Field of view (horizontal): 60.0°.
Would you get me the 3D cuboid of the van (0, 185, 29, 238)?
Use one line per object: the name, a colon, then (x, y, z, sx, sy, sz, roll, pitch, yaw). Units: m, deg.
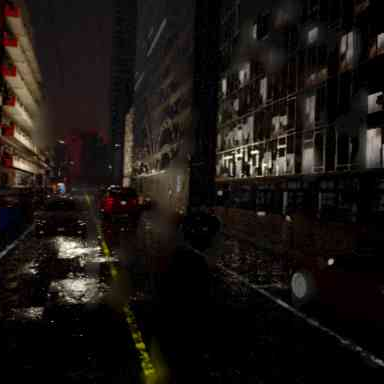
van: (-7.983, 0.775, 13.402, 1.690, 1.788, 3.998, 3, 1, -18)

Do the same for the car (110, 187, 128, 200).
car: (-10.531, 0.172, 47.704, 1.967, 1.590, 4.097, 3, 1, -18)

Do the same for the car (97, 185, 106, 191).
car: (-24.482, -1.149, 89.816, 1.967, 1.590, 4.097, 3, 1, -18)

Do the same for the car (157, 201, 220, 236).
car: (-0.073, 1.265, 16.120, 2.008, 1.369, 4.403, 3, 1, -18)

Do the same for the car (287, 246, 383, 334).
car: (3.416, 1.586, 5.592, 1.887, 1.381, 4.507, 3, 1, -18)

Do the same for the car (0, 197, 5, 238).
car: (-6.245, 1.037, 8.140, 1.967, 1.590, 4.097, 3, 1, -18)

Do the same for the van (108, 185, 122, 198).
van: (-12.268, -0.092, 52.967, 1.690, 1.788, 3.998, 3, 1, -18)

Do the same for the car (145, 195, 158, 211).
car: (-3.613, 0.907, 26.809, 1.752, 1.417, 4.829, 3, 1, -18)

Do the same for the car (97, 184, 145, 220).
car: (-4.845, 0.634, 22.113, 2.150, 2.045, 5.566, 2, 1, -18)

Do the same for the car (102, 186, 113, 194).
car: (-17.565, -0.408, 68.923, 1.752, 1.417, 4.829, 3, 1, -18)

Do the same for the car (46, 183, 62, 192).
car: (-14.964, 0.219, 34.455, 1.967, 1.590, 4.097, 3, 1, -18)

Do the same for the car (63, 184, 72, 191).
car: (-30.633, -1.137, 81.833, 1.947, 1.339, 4.313, 3, 1, -18)

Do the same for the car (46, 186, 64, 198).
car: (-18.412, -0.019, 44.816, 1.752, 1.417, 4.829, 3, 1, -18)

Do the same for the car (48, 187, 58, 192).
car: (-13.226, 0.493, 29.193, 2.008, 1.369, 4.403, 3, 1, -18)

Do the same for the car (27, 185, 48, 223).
car: (-9.725, 0.585, 18.664, 2.192, 1.841, 5.009, 3, 1, -18)

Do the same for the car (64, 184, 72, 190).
car: (-32.377, -1.287, 87.096, 1.802, 1.307, 4.206, 3, 1, -18)

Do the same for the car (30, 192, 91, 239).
car: (-5.483, 0.999, 14.330, 1.882, 1.535, 5.008, 2, 1, -18)

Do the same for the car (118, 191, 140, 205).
car: (-7.051, 0.641, 37.177, 1.802, 1.307, 4.206, 3, 1, -18)

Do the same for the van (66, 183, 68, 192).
van: (-20.165, -0.372, 50.250, 1.690, 1.788, 3.998, 3, 1, -18)

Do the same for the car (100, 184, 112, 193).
car: (-19.243, -0.778, 74.023, 2.192, 1.841, 5.009, 3, 1, -18)

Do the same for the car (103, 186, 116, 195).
car: (-15.762, -0.323, 63.496, 1.967, 1.590, 4.097, 3, 1, -18)

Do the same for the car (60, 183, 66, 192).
car: (-16.703, -0.070, 39.715, 2.192, 1.841, 5.009, 3, 1, -18)

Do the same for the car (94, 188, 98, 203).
car: (-9.858, 0.293, 37.257, 2.097, 1.767, 4.553, 2, 1, -18)

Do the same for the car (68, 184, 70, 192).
car: (-21.859, -0.347, 55.356, 1.752, 1.417, 4.829, 3, 1, -18)
